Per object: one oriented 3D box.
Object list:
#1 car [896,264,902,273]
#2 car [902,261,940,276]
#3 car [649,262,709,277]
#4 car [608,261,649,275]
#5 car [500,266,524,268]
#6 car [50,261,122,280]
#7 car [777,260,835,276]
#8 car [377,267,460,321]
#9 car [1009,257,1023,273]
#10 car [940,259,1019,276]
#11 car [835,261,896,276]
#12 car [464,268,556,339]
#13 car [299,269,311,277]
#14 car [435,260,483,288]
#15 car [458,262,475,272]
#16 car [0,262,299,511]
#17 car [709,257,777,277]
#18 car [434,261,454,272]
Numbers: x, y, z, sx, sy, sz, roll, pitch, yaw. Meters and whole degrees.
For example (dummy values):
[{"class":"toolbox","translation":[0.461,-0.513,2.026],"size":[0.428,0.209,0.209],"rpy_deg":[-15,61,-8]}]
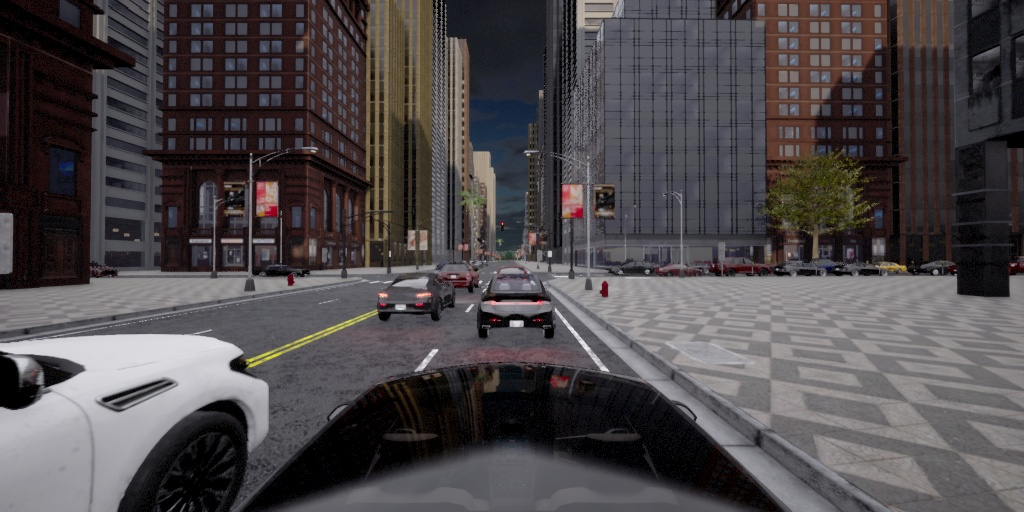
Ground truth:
[{"class":"car","translation":[43.211,1.294,41.936],"size":[4.829,1.417,1.751],"rpy_deg":[0,0,-1]},{"class":"car","translation":[42.856,1.204,36.031],"size":[4.892,1.490,1.837],"rpy_deg":[0,-1,-1]},{"class":"car","translation":[15.318,1.326,32.980],"size":[4.207,1.307,1.802],"rpy_deg":[0,0,-1]},{"class":"car","translation":[12.844,1.322,38.718],"size":[4.892,1.490,1.837],"rpy_deg":[-1,-1,-1]},{"class":"car","translation":[0.001,1.259,19.625],"size":[1.882,1.535,5.008],"rpy_deg":[0,0,0]},{"class":"car","translation":[-41.537,1.365,35.035],"size":[4.553,1.767,2.097],"rpy_deg":[0,-1,0]},{"class":"car","translation":[26.594,1.274,33.154],"size":[4.313,1.339,1.948],"rpy_deg":[0,0,-1]},{"class":"car","translation":[-3.149,1.287,12.437],"size":[1.812,1.442,4.674],"rpy_deg":[0,0,0]},{"class":"car","translation":[49.145,0.971,33.502],"size":[5.009,1.841,2.192],"rpy_deg":[0,0,-1]},{"class":"car","translation":[43.507,1.212,33.416],"size":[4.507,1.381,1.888],"rpy_deg":[0,0,-1]},{"class":"car","translation":[32.231,1.258,33.241],"size":[4.313,1.339,1.948],"rpy_deg":[0,0,-1]},{"class":"car","translation":[0.099,1.248,10.124],"size":[2.128,1.511,4.902],"rpy_deg":[0,0,0]},{"class":"car","translation":[-22.397,1.526,35.011],"size":[4.718,1.301,1.895],"rpy_deg":[0,-1,-3]},{"class":"car","translation":[-3.148,1.141,21.417],"size":[2.097,1.767,4.553],"rpy_deg":[0,0,0]},{"class":"car","translation":[-6.594,1.570,52.058],"size":[1.895,1.301,4.718],"rpy_deg":[0,0,0]},{"class":"car","translation":[-3.151,0.973,0.663],"size":[2.150,2.045,5.566],"rpy_deg":[0,0,0]},{"class":"car","translation":[20.957,1.040,33.067],"size":[5.009,1.841,2.192],"rpy_deg":[0,0,-1]},{"class":"car","translation":[-9.844,1.518,52.317],"size":[2.033,1.411,5.357],"rpy_deg":[0,0,0]}]
